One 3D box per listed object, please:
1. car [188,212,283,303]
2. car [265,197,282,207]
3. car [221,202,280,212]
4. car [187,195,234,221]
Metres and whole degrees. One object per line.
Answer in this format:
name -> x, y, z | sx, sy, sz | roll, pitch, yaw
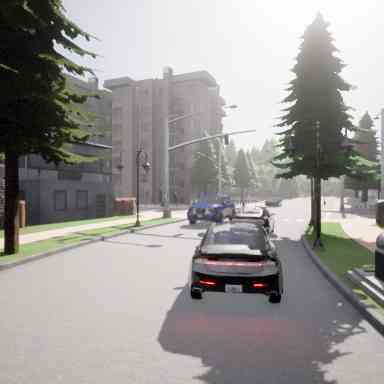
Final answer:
car -> 1.105, 1.492, 8.276 | 2.128, 1.511, 4.902 | 0, 0, 9
car -> 12.339, 1.516, 50.361 | 1.882, 1.535, 5.008 | 0, 0, 24
car -> 3.232, 1.493, 17.383 | 2.128, 1.511, 4.902 | 0, 0, 18
car -> 1.561, 1.209, 23.926 | 2.150, 2.045, 5.566 | 0, 0, 22
